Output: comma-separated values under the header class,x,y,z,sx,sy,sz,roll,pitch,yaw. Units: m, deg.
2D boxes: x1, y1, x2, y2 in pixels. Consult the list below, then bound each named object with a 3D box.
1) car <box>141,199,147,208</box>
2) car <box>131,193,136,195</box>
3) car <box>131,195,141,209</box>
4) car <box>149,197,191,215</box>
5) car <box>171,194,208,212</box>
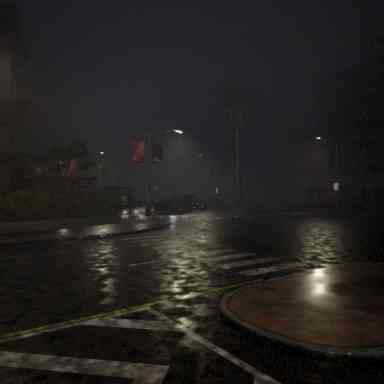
class,x,y,z,sx,sy,sz,roll,pitch,yaw
car,-7.274,1.603,47.658,1.895,1.301,4.718,0,0,-35
car,-13.393,1.223,68.455,2.150,2.045,5.566,0,0,-39
car,-9.129,1.480,44.185,1.882,1.535,5.008,0,0,-35
car,-2.399,1.528,34.555,1.812,1.442,4.674,0,0,-35
car,-0.497,1.223,37.960,2.150,2.045,5.566,0,0,-35
